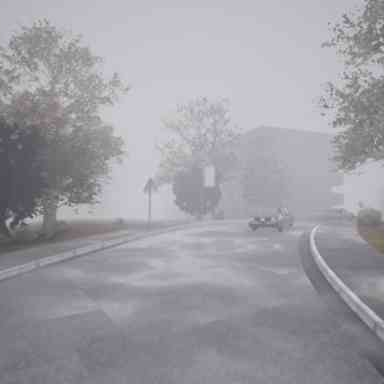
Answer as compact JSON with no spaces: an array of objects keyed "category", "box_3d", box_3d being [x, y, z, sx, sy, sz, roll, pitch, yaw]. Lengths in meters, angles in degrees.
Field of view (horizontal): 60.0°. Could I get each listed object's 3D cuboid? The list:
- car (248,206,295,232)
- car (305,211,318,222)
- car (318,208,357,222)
[{"category":"car","box_3d":[5.015,1.568,20.527,2.033,1.411,5.357,-2,-1,27]},{"category":"car","box_3d":[15.087,2.950,38.766,4.674,1.442,1.812,7,-8,-40]},{"category":"car","box_3d":[15.413,2.488,34.434,4.902,1.511,2.128,8,-8,-44]}]
